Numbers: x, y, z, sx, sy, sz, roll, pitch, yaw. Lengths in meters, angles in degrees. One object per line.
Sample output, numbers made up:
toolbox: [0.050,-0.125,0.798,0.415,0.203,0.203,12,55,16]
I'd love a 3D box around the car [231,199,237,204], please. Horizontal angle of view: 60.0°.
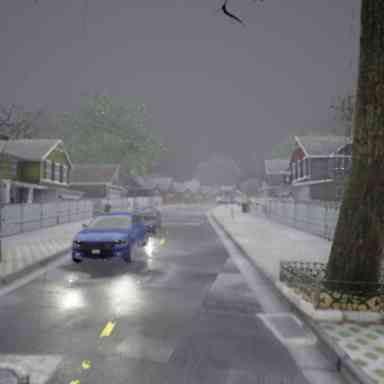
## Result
car: [10.278,2.395,86.637,1.895,1.301,4.718,-1,-2,21]

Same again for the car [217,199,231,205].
car: [7.101,2.231,76.839,1.895,1.301,4.718,-1,-2,18]

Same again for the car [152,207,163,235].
car: [-2.749,1.608,19.402,2.033,1.411,5.357,0,0,0]

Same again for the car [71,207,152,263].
car: [-2.823,1.496,12.303,1.882,1.535,5.008,0,0,0]
